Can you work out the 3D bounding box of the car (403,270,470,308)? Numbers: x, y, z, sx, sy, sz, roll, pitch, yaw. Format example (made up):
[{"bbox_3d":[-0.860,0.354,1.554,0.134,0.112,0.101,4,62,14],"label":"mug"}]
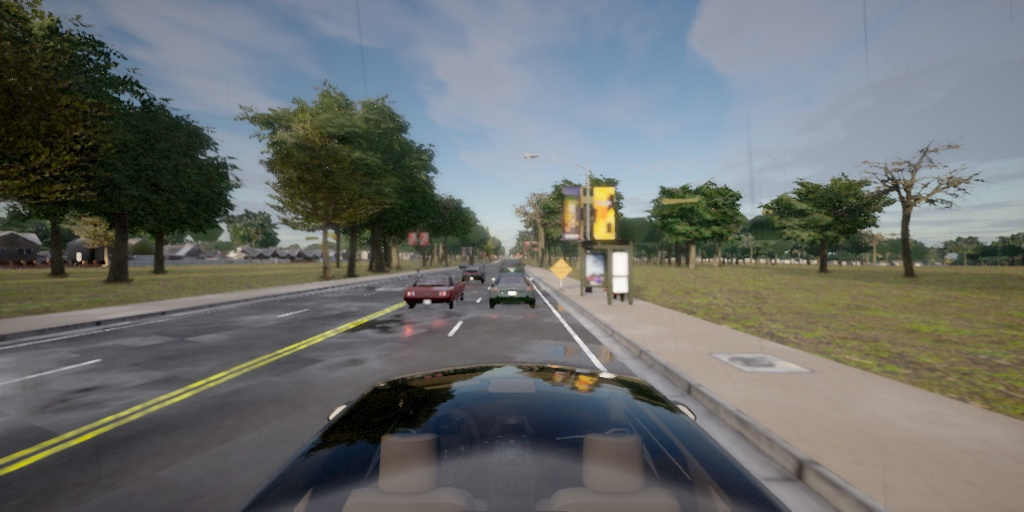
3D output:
[{"bbox_3d":[-3.237,1.494,15.940,1.895,1.301,4.718,0,-1,0],"label":"car"}]

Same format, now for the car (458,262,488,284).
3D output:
[{"bbox_3d":[-3.223,1.564,31.146,1.837,1.490,4.892,0,0,0],"label":"car"}]

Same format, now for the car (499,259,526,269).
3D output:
[{"bbox_3d":[0.022,1.270,30.867,2.150,2.045,5.566,0,0,0],"label":"car"}]

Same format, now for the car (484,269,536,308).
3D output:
[{"bbox_3d":[0.016,1.460,16.147,1.994,1.385,4.181,0,-1,0],"label":"car"}]

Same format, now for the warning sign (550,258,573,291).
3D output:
[{"bbox_3d":[2.865,1.060,20.907,1.300,1.860,1.060,0,0,0],"label":"warning sign"}]
